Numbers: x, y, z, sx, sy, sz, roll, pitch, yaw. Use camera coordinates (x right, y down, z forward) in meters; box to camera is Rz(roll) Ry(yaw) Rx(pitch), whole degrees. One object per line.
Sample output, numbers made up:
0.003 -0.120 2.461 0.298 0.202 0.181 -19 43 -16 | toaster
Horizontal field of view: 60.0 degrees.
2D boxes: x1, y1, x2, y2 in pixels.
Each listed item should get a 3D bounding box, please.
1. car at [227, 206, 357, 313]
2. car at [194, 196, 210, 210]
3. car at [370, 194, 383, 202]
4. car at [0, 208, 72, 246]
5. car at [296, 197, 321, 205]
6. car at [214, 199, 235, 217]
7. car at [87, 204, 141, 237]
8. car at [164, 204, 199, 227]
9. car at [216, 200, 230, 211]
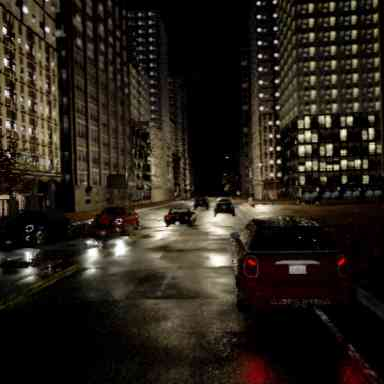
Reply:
2.000 1.355 7.814 2.097 1.767 4.553 -2 0 5 | car
1.452 1.560 49.537 2.150 2.045 5.566 -2 0 5 | car
39.250 1.170 68.964 4.097 1.590 1.967 -1 0 4 | car
-8.158 1.715 17.389 2.097 1.767 4.553 -2 0 5 | car
21.715 1.690 61.788 4.403 1.369 2.008 -1 0 4 | car
3.302 1.523 34.080 2.097 1.767 4.553 -2 0 6 | car
-4.635 1.638 20.281 2.097 1.767 4.553 -2 0 5 | car
-0.785 1.812 24.586 1.895 1.301 4.718 -2 0 5 | car
4.434 1.837 47.041 1.895 1.301 4.718 -2 0 6 | car
